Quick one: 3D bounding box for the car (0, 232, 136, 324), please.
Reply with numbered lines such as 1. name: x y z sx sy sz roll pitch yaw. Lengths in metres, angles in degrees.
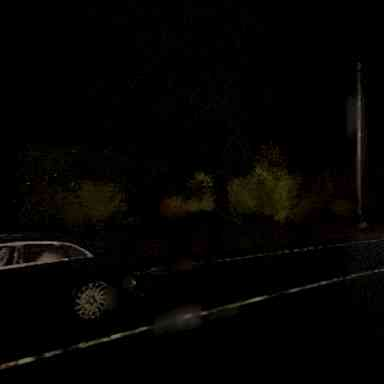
1. car: -3.394 1.493 5.716 4.902 1.511 2.128 0 0 -35
